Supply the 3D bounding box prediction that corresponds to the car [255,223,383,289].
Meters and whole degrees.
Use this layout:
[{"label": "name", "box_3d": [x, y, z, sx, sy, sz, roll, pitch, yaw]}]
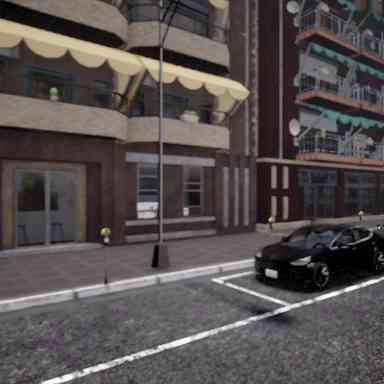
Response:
[{"label": "car", "box_3d": [3.666, 1.566, 9.174, 4.313, 1.339, 1.947, 0, 0, -36]}]
